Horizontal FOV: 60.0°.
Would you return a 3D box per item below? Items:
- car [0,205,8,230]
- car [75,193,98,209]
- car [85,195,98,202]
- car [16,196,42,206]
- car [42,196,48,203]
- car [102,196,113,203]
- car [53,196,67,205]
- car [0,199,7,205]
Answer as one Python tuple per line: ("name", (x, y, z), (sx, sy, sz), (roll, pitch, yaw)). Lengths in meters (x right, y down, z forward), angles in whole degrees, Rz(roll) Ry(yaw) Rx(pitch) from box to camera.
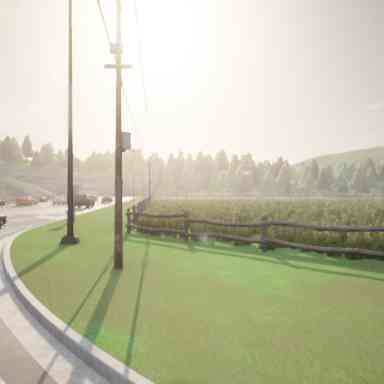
("car", (-11.842, 1.596, 17.975), (1.895, 1.301, 4.718), (0, 0, -6))
("car", (-14.735, 1.207, 45.136), (2.150, 2.045, 5.566), (0, -1, -6))
("car", (-20.939, 1.317, 69.392), (1.837, 1.490, 4.892), (0, 0, -6))
("car", (-26.125, 1.464, 52.937), (1.882, 1.535, 5.008), (0, 0, -6))
("car", (-31.453, 1.536, 69.031), (1.994, 1.385, 4.181), (0, 0, -6))
("car", (-17.115, 1.492, 67.495), (1.837, 1.490, 4.892), (0, 1, -6))
("car", (-23.370, 1.511, 59.168), (1.812, 1.442, 4.674), (0, 0, -6))
("car", (-29.248, 1.512, 49.208), (1.812, 1.442, 4.674), (0, 0, -6))
